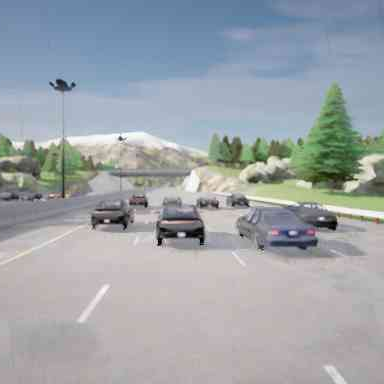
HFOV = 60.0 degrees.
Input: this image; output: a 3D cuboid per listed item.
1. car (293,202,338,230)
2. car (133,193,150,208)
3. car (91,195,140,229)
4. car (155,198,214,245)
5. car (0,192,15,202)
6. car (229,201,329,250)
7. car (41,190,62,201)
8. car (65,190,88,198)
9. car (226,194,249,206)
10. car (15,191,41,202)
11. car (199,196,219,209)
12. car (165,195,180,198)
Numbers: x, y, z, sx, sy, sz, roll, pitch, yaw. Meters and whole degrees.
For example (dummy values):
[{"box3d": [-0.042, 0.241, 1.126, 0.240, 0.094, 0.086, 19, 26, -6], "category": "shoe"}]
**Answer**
[{"box3d": [6.203, 1.237, 18.277, 1.994, 1.385, 4.181, 0, 1, -4], "category": "car"}, {"box3d": [-5.644, 0.872, 35.884, 2.128, 1.511, 4.902, 0, 1, -4], "category": "car"}, {"box3d": [-4.351, 1.168, 18.724, 2.128, 1.511, 4.902, 0, 1, -4], "category": "car"}, {"box3d": [-0.524, 1.244, 14.111, 2.128, 1.511, 4.902, 0, 1, -4], "category": "car"}, {"box3d": [-27.944, 0.710, 50.670, 1.812, 1.442, 4.674, 0, 1, -4], "category": "car"}, {"box3d": [3.069, 1.314, 13.121, 2.033, 1.411, 5.357, 0, 1, -4], "category": "car"}, {"box3d": [-20.967, 0.549, 51.235, 2.097, 1.767, 4.553, 0, 1, -4], "category": "car"}, {"box3d": [-17.477, 0.537, 51.503, 2.097, 1.767, 4.553, 0, 1, -4], "category": "car"}, {"box3d": [4.870, 0.894, 35.914, 1.812, 1.442, 4.674, 0, 1, -5], "category": "car"}, {"box3d": [-24.454, 0.668, 50.938, 2.128, 1.511, 4.902, 0, 1, -4], "category": "car"}, {"box3d": [1.529, 1.007, 33.916, 1.895, 1.301, 4.718, 0, 1, -4], "category": "car"}, {"box3d": [-2.002, 1.006, 34.187, 1.895, 1.301, 4.718, 0, 1, -4], "category": "car"}]
